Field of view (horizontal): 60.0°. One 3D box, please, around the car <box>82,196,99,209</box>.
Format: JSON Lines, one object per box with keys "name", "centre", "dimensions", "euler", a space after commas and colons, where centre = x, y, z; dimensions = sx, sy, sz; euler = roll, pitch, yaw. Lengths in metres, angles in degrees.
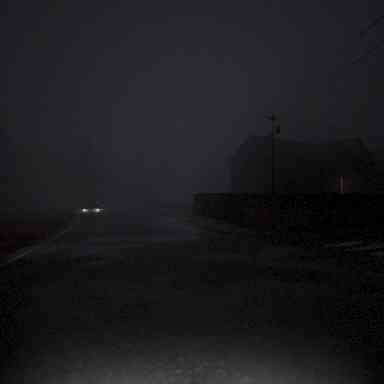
{"name": "car", "centre": [-14.101, 1.401, 46.237], "dimensions": [2.097, 1.767, 4.553], "euler": [0, 0, -20]}
